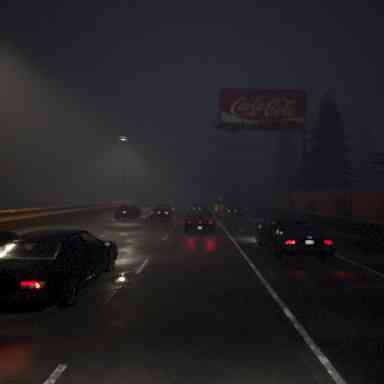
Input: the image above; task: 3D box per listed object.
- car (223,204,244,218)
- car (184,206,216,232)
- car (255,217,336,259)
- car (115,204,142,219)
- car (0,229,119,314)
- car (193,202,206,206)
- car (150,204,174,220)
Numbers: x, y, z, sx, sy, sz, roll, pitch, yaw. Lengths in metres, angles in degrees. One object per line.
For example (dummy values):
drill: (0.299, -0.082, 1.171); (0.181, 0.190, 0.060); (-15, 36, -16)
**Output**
car: (4.275, 1.922, 34.877); (2.033, 1.411, 5.357); (0, -1, 1)
car: (0.515, 1.828, 21.731); (1.895, 1.301, 4.718); (0, -1, 1)
car: (3.839, 1.698, 13.222); (2.033, 1.411, 5.357); (0, -1, 1)
car: (-6.260, 1.886, 33.003); (1.994, 1.385, 4.181); (0, -1, 1)
car: (-3.265, 1.621, 8.048); (2.033, 1.411, 5.357); (0, -1, 1)
car: (0.885, 1.968, 40.340); (2.033, 1.411, 5.357); (0, -1, 1)
car: (-2.791, 1.863, 31.348); (2.033, 1.411, 5.357); (0, -1, 1)
